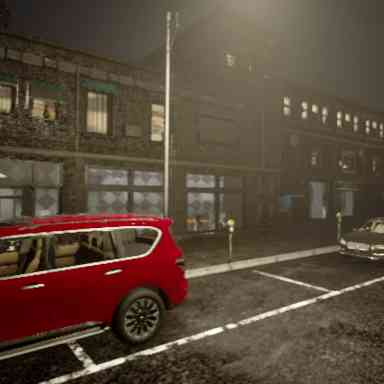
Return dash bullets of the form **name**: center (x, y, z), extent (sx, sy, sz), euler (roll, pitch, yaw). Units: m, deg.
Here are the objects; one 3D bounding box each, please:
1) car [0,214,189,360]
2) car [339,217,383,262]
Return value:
- **car**: center (-2.368, 1.315, 4.852), extent (5.009, 1.841, 2.192), euler (0, 1, -35)
- **car**: center (6.818, 1.547, 11.411), extent (4.403, 1.369, 2.008), euler (0, 1, -35)
